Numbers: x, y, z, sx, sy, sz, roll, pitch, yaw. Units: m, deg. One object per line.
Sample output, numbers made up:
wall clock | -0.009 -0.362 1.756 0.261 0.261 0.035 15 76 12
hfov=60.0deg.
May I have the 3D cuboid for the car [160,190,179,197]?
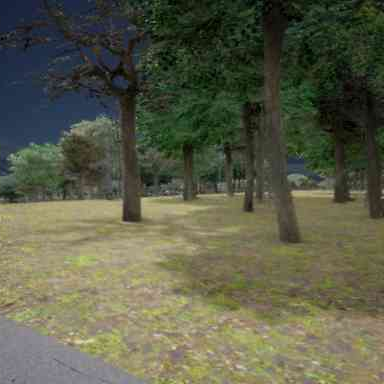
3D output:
car | -5.018 0.264 74.816 2.033 1.411 5.357 -3 -1 34
